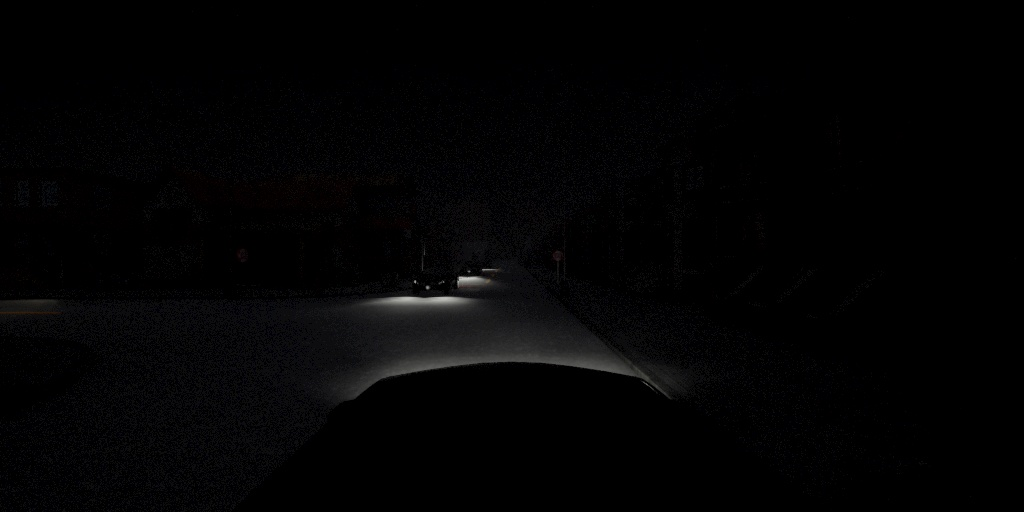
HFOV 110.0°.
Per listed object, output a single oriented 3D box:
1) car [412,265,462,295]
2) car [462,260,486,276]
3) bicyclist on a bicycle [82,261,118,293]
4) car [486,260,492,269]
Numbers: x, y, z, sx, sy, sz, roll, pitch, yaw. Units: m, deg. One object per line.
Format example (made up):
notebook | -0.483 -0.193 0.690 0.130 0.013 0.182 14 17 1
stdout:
car | -4.135 1.276 19.902 1.812 1.442 4.674 0 0 0
car | -4.150 1.242 37.053 2.128 1.511 4.902 0 0 0
bicyclist on a bicycle | -21.605 1.099 18.841 0.582 1.620 1.656 0 0 0
car | -4.129 1.314 55.540 1.994 1.385 4.181 0 0 0
